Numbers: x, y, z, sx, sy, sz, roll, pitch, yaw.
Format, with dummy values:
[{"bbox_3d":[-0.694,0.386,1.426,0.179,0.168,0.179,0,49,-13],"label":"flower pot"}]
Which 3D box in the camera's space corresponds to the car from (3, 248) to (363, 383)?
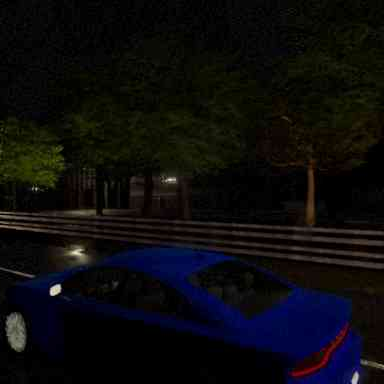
[{"bbox_3d":[-0.572,1.503,4.398,5.008,1.535,1.882,-1,0,35],"label":"car"}]
